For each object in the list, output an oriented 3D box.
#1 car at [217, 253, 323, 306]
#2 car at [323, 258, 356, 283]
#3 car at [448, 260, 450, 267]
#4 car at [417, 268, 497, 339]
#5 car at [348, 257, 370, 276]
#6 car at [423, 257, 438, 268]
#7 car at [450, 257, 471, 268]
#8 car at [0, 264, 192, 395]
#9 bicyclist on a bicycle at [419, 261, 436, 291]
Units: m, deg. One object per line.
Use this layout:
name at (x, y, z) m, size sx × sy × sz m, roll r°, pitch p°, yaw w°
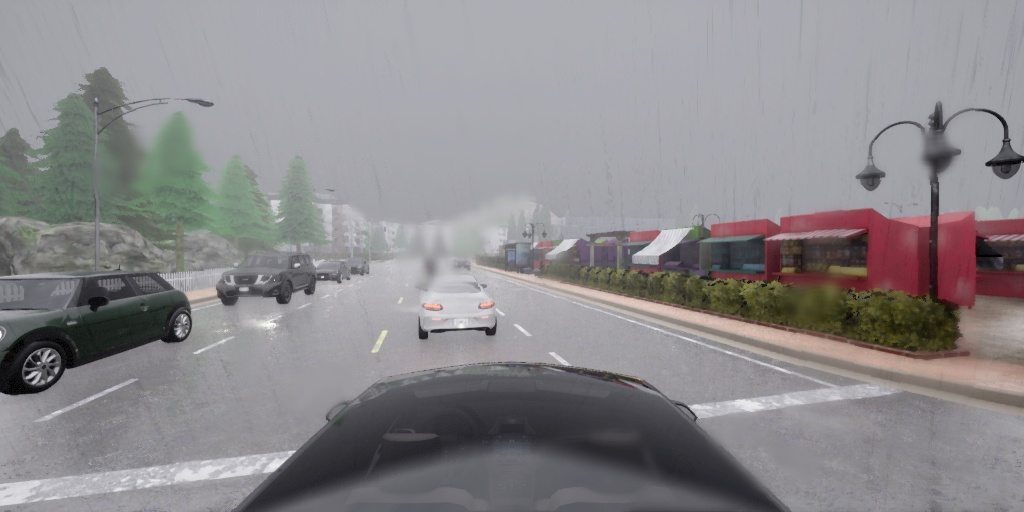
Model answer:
car at (-10.366, 0.876, 15.728) m, size 2.150 × 2.045 × 5.566 m, roll 0°, pitch 0°, yaw -14°
car at (-12.704, 1.088, 25.338) m, size 1.837 × 1.490 × 4.892 m, roll 0°, pitch 0°, yaw -14°
car at (-8.341, 0.909, 52.680) m, size 1.812 × 1.442 × 4.674 m, roll 0°, pitch 0°, yaw -13°
car at (-1.602, 1.224, 9.896) m, size 1.812 × 1.442 × 4.674 m, roll 0°, pitch 0°, yaw -13°
car at (-14.632, 0.877, 33.311) m, size 2.097 × 1.767 × 4.553 m, roll 0°, pitch 0°, yaw -13°
car at (-11.532, 0.901, 50.815) m, size 1.837 × 1.490 × 4.892 m, roll 0°, pitch 0°, yaw -13°
car at (-6.122, 1.052, 43.488) m, size 1.895 × 1.301 × 4.718 m, roll 0°, pitch 0°, yaw -14°
car at (-8.096, 1.076, 6.311) m, size 2.097 × 1.767 × 4.553 m, roll 0°, pitch 0°, yaw -13°
bicyclist on a bicycle at (-4.568, 1.079, 19.707) m, size 0.582 × 1.620 × 1.656 m, roll 0°, pitch 1°, yaw 24°
